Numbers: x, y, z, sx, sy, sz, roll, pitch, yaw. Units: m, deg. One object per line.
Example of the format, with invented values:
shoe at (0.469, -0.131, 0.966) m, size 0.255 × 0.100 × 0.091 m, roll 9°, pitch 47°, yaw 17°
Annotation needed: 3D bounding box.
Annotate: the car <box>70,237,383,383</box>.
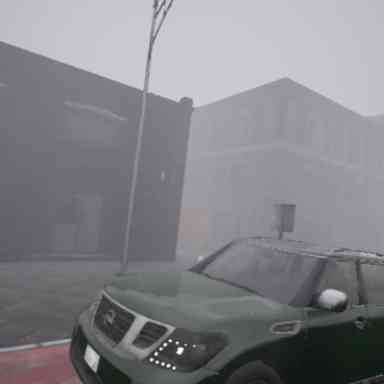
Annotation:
car at (1.354, 1.690, 4.638) m, size 5.566 × 2.045 × 2.150 m, roll 13°, pitch -8°, yaw -35°
